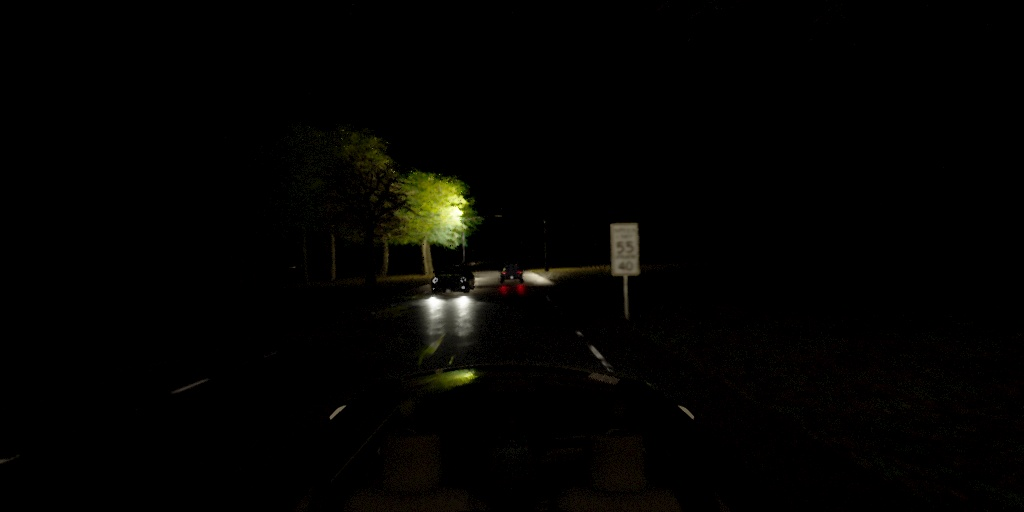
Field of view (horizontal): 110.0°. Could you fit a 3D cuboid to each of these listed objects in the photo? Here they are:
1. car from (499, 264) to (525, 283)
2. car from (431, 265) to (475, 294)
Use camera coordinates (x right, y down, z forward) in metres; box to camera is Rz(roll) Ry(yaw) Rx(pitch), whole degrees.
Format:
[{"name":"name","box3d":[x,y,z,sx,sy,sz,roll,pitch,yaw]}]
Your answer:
[{"name":"car","box3d":[-0.007,1.490,30.539,1.812,1.442,4.674,-1,-1,0]},{"name":"car","box3d":[-3.528,1.358,22.043,2.097,1.767,4.553,-1,0,0]}]
